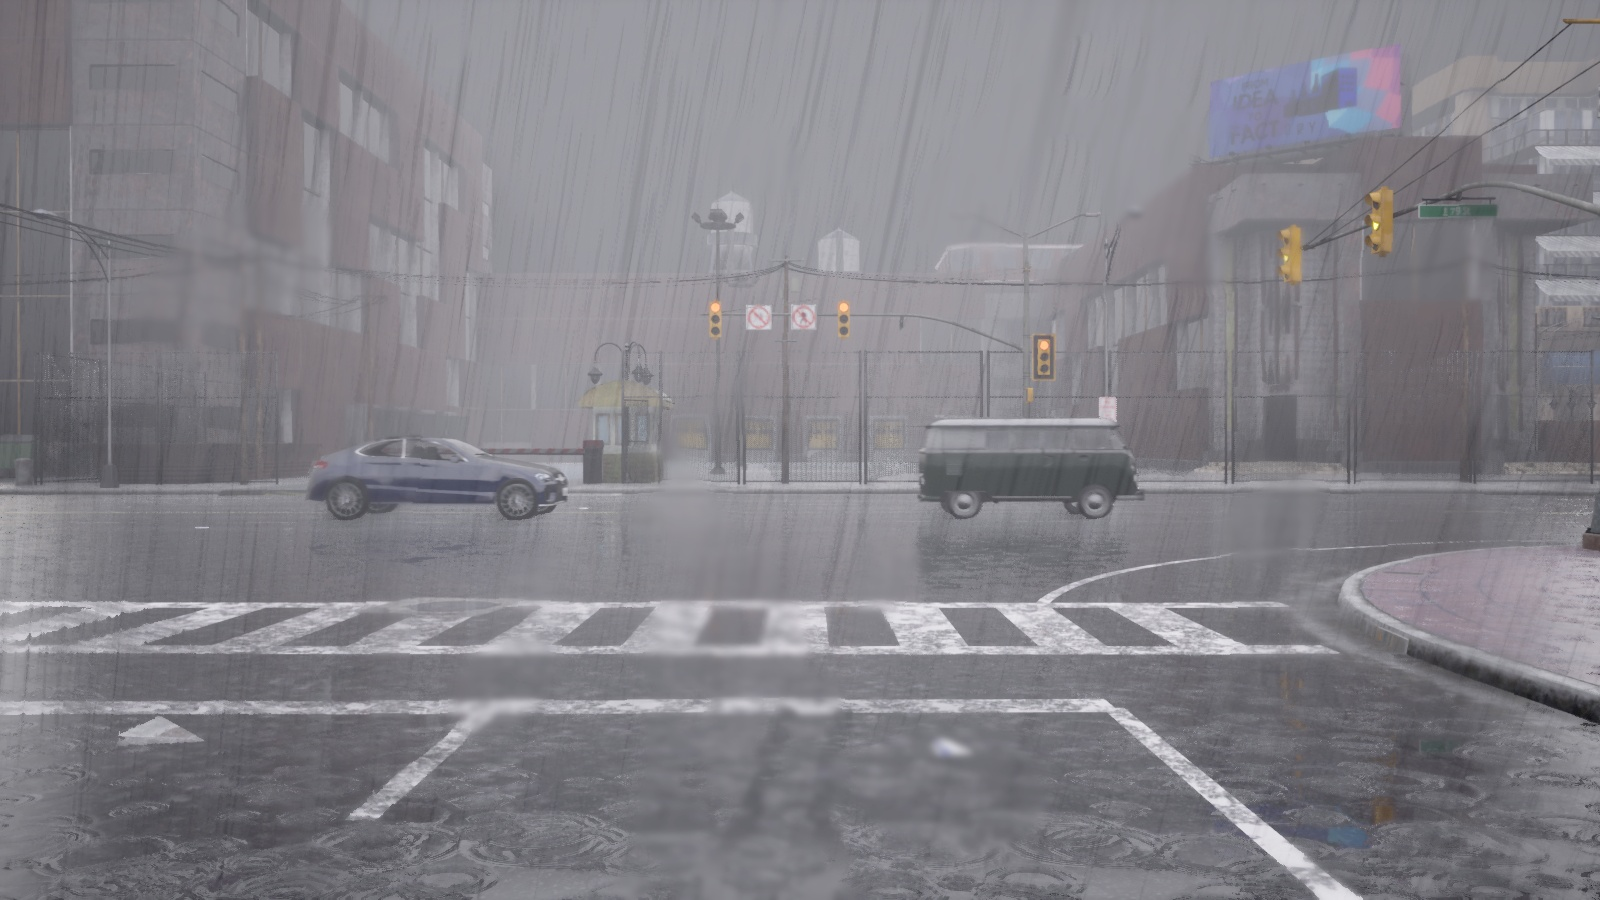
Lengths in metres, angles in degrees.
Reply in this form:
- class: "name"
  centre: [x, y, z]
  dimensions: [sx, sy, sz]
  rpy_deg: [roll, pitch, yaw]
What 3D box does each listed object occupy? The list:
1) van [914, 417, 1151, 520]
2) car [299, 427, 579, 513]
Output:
- class: "van"
  centre: [4.584, 0.361, 25.204]
  dimensions: [4.442, 1.987, 1.775]
  rpy_deg: [0, 0, 0]
- class: "car"
  centre: [-7.156, 0.377, 25.296]
  dimensions: [5.027, 1.651, 2.152]
  rpy_deg: [0, 0, 0]
